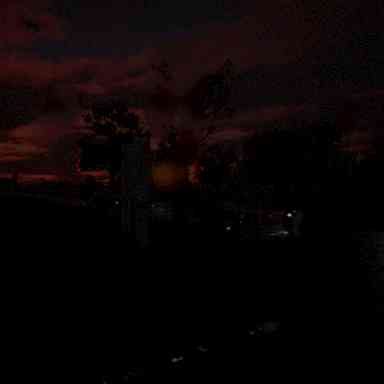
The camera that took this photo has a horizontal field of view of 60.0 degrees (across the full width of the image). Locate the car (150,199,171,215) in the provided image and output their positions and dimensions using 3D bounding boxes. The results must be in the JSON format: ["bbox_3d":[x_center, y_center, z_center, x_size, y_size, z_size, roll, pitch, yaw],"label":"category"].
[{"bbox_3d":[-3.812,1.287,29.773,1.895,1.301,4.718,0,1,-35],"label":"car"}]

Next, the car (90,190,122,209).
[{"bbox_3d":[-9.778,0.775,38.371,2.150,2.045,5.566,0,1,-35],"label":"car"}]

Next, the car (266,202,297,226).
[{"bbox_3d":[4.910,1.377,22.273,1.994,1.385,4.181,0,1,-34],"label":"car"}]

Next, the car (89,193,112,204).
[{"bbox_3d":[-13.398,0.933,48.651,1.812,1.442,4.674,0,1,-34],"label":"car"}]

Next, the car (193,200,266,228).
[{"bbox_3d":[2.067,1.294,21.316,1.882,1.535,5.008,0,1,-35],"label":"car"}]

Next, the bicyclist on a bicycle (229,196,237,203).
[{"bbox_3d":[3.549,1.173,29.659,1.656,1.620,0.582,0,1,-35],"label":"bicyclist on a bicycle"}]
